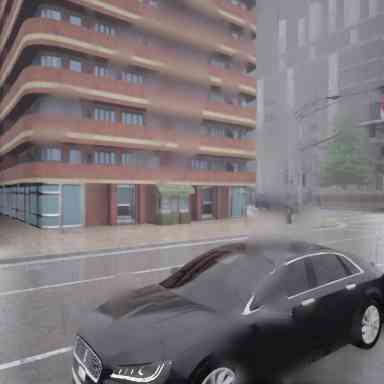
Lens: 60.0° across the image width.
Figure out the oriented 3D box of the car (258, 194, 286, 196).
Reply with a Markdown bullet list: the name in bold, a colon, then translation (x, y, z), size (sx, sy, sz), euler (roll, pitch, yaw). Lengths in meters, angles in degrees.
- **car**: translation (9.678, 1.222, 37.728), size (2.150, 2.045, 5.566), euler (0, 0, -36)

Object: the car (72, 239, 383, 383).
- **car**: translation (0.896, 1.505, 4.651), size (4.892, 1.490, 1.837), euler (0, 0, -36)

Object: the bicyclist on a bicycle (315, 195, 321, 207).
- **bicyclist on a bicycle**: translation (17.790, 1.301, 46.928), size (1.656, 1.620, 0.582), euler (0, 0, -36)

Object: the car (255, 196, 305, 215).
- **car**: translation (8.852, 1.491, 32.931), size (2.128, 1.511, 4.902), euler (0, 0, -36)
